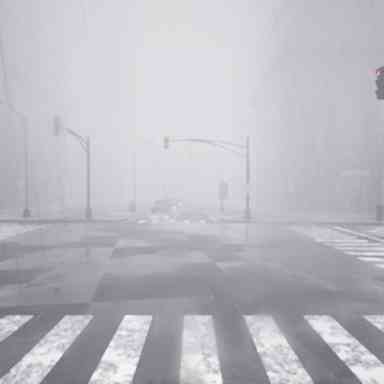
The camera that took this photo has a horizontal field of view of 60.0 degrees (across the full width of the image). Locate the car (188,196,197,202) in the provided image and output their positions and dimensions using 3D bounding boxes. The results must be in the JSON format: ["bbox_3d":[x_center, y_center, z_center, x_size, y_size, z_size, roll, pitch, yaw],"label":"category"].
[{"bbox_3d":[0.094,1.521,72.913,1.895,1.301,4.718,0,0,0],"label":"car"}]

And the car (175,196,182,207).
[{"bbox_3d":[-3.044,1.520,49.384,2.033,1.411,5.357,0,0,0],"label":"car"}]

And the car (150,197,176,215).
[{"bbox_3d":[-3.083,1.528,34.250,2.033,1.411,5.357,0,0,0],"label":"car"}]

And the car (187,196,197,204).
[{"bbox_3d":[0.074,1.494,62.882,1.812,1.442,4.674,0,0,0],"label":"car"}]
